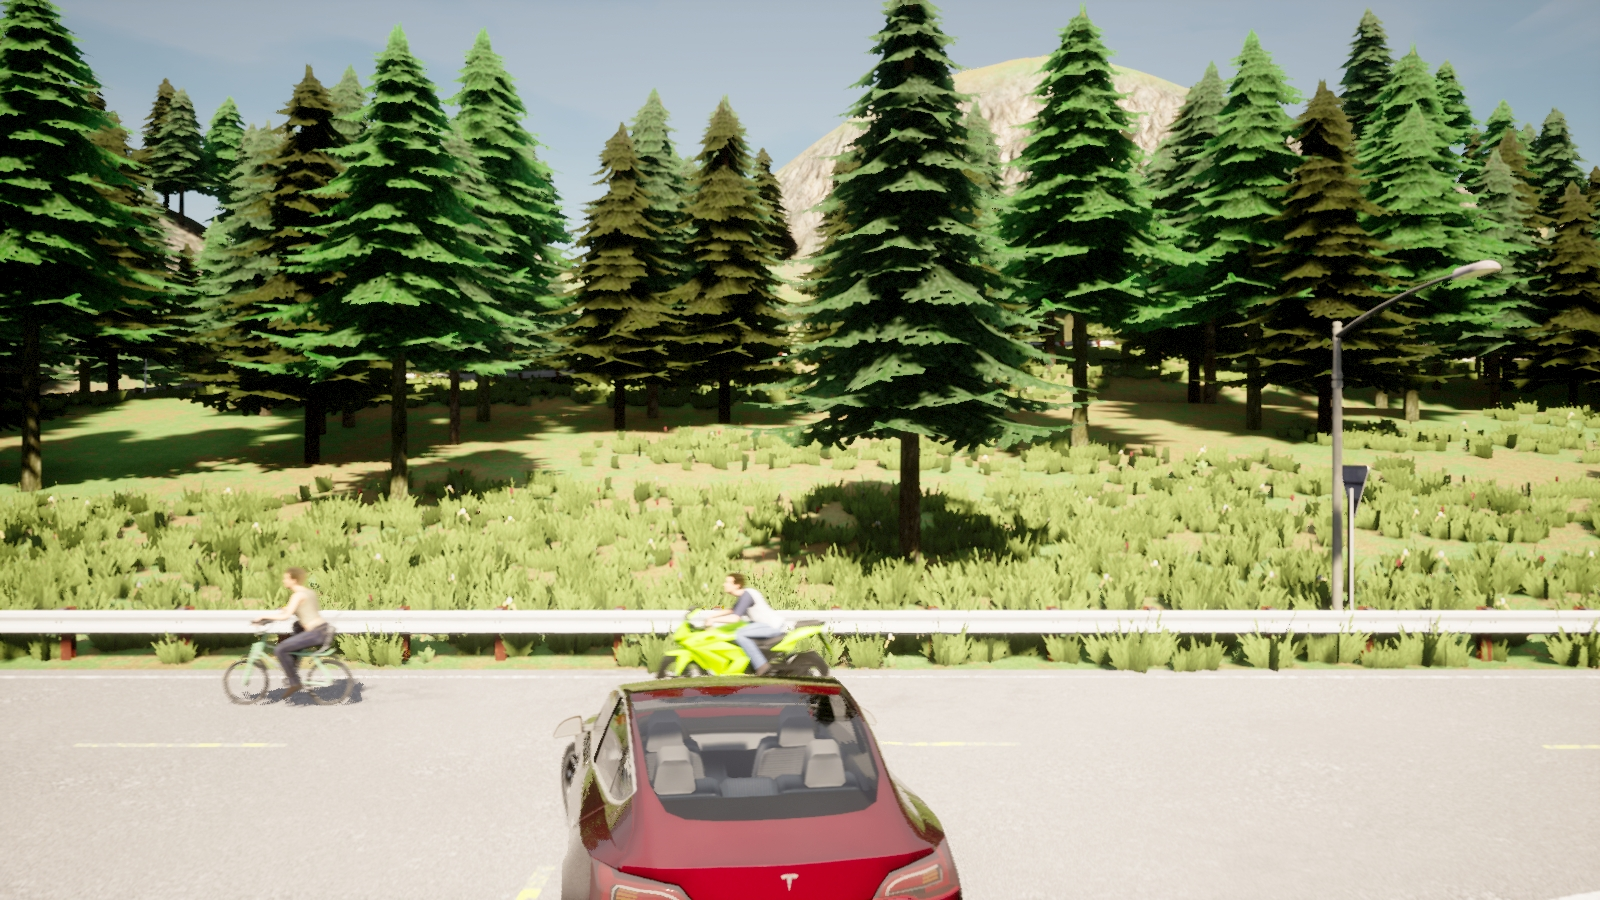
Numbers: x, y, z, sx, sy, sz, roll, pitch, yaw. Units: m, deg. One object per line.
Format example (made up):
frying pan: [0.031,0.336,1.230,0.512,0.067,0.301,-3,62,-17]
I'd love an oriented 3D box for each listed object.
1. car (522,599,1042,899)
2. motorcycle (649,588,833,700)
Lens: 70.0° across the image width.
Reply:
car: [-0.442,1.967,7.063,2.163,1.488,4.792,0,-1,-10]
motorcycle: [-0.653,2.199,13.087,2.033,1.145,0.803,0,0,0]
